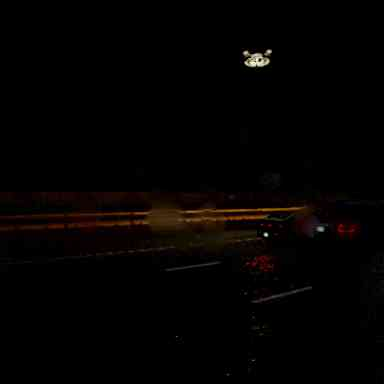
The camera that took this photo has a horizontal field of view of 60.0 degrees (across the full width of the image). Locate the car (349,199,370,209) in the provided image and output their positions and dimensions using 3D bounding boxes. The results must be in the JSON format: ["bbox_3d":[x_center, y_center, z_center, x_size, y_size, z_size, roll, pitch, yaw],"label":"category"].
[{"bbox_3d":[29.594,2.115,58.652,1.882,1.535,5.008,0,0,44],"label":"car"}]

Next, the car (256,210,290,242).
[{"bbox_3d":[5.285,1.656,16.212,4.892,1.490,1.837,0,0,-35],"label":"car"}]

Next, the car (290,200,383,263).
[{"bbox_3d":[6.551,1.364,12.831,5.566,2.045,2.150,0,0,-35],"label":"car"}]

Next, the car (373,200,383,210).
[{"bbox_3d":[32.388,2.175,56.529,1.812,1.442,4.674,0,0,44],"label":"car"}]
